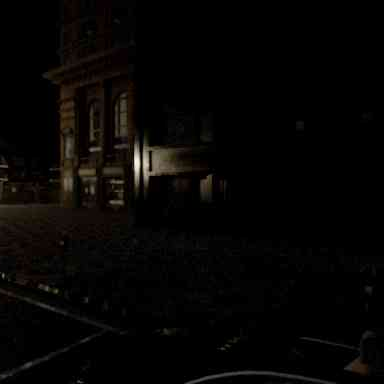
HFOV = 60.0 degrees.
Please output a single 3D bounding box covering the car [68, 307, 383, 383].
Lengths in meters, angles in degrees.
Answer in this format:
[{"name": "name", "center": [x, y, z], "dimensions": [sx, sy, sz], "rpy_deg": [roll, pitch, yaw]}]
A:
[{"name": "car", "center": [0.915, 1.545, 2.202], "dimensions": [4.403, 1.369, 2.008], "rpy_deg": [0, 0, 35]}]
